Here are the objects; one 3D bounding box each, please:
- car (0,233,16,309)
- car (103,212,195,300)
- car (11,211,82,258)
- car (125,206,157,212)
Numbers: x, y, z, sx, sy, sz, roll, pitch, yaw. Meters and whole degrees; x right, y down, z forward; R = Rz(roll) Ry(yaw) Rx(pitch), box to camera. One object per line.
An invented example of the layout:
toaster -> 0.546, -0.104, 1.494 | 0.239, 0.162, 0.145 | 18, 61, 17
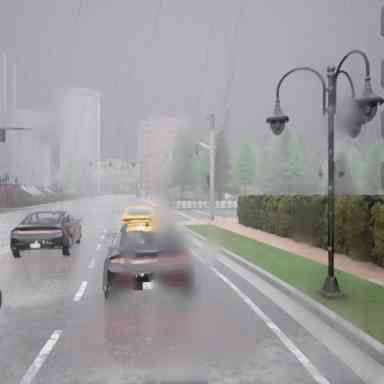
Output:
car -> -3.972, 1.526, 3.761 | 1.812, 1.442, 4.674 | 0, 0, -6
car -> -1.125, 1.491, 8.451 | 2.128, 1.511, 4.902 | 0, 0, -9
car -> -5.450, 1.491, 12.904 | 2.128, 1.511, 4.902 | 0, 0, -12
car -> -2.817, 1.477, 17.794 | 1.882, 1.535, 5.008 | 0, 0, -10
